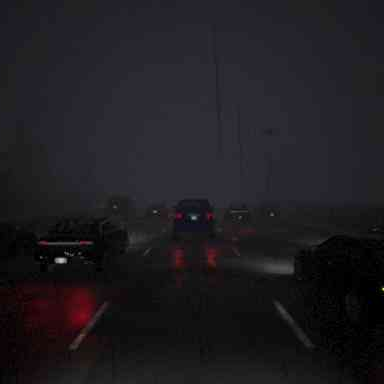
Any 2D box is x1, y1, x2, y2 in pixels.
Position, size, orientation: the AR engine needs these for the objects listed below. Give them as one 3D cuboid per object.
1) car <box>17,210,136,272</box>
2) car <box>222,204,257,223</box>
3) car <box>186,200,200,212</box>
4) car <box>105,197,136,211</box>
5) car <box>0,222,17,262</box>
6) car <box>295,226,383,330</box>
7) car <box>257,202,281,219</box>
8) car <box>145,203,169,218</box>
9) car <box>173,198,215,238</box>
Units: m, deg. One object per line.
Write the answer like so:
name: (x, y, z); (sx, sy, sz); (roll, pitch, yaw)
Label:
car: (-3.402, 1.577, 11.059); (2.128, 1.511, 4.902); (0, 0, 0)
car: (3.597, 1.702, 27.235); (2.128, 1.511, 4.902); (0, 0, 0)
car: (0.095, 1.881, 46.382); (1.812, 1.442, 4.674); (0, 0, 0)
car: (-6.903, 1.472, 32.499); (2.150, 2.045, 5.566); (0, 0, 0)
car: (-6.901, 1.649, 11.105); (1.994, 1.385, 4.181); (0, 0, 0)
car: (3.601, 1.580, 6.869); (1.812, 1.442, 4.674); (0, 0, 0)
car: (7.097, 1.752, 31.828); (1.837, 1.490, 4.892); (0, 0, 0)
car: (-3.404, 1.816, 32.836); (1.994, 1.385, 4.181); (0, 0, 0)
car: (0.099, 1.368, 18.850); (2.150, 2.045, 5.566); (0, 0, 0)
